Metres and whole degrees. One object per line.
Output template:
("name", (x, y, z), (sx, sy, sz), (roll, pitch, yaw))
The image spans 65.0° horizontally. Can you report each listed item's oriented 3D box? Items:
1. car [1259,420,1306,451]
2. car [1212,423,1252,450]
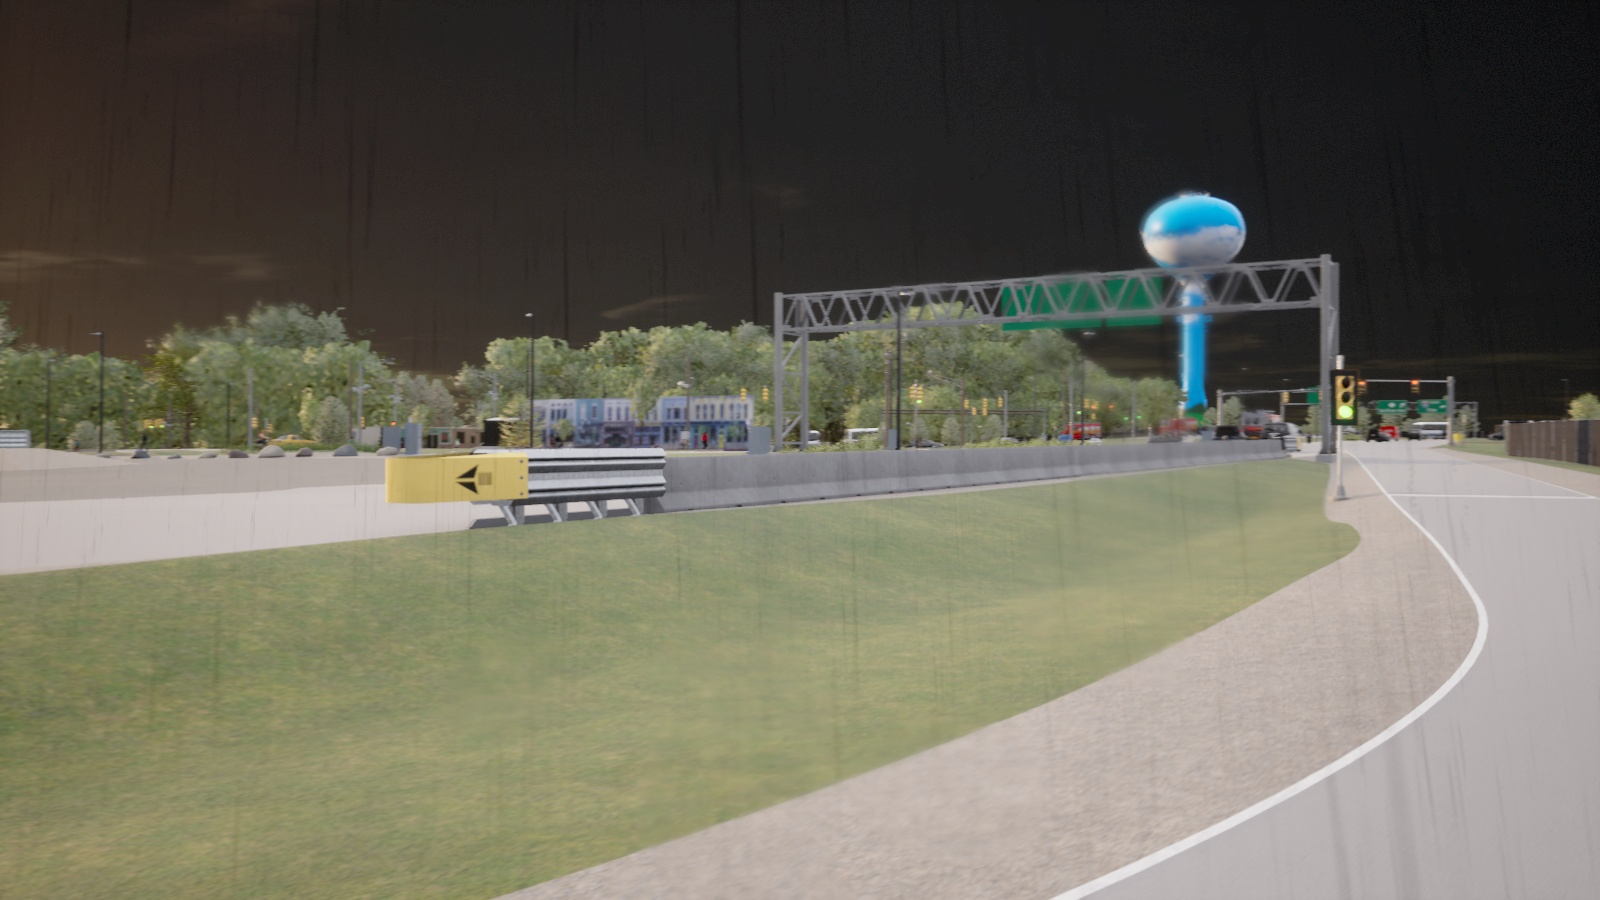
("car", (33.128, -1.006, 86.099), (2.150, 2.045, 5.566), (0, 1, 30))
("car", (30.441, -0.935, 88.446), (1.905, 1.878, 3.866), (0, 1, 30))
